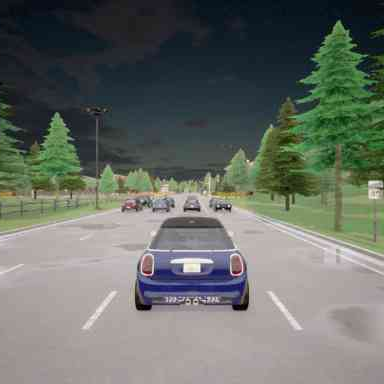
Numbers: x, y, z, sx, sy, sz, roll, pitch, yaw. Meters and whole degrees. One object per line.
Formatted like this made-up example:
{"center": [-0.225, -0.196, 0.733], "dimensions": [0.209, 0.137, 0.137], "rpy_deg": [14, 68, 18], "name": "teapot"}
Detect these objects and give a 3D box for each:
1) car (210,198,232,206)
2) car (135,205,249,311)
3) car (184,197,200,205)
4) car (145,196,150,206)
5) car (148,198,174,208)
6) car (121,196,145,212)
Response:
{"center": [3.500, 1.601, 39.032], "dimensions": [1.895, 1.301, 4.718], "rpy_deg": [0, 0, 0], "name": "car"}
{"center": [0.000, 1.352, 7.942], "dimensions": [2.097, 1.767, 4.553], "rpy_deg": [0, 0, 0], "name": "car"}
{"center": [0.000, 1.564, 38.969], "dimensions": [1.994, 1.385, 4.181], "rpy_deg": [0, 0, 0], "name": "car"}
{"center": [-7.000, 1.352, 48.976], "dimensions": [2.097, 1.767, 4.553], "rpy_deg": [0, 0, 0], "name": "car"}
{"center": [-3.500, 1.547, 38.586], "dimensions": [2.033, 1.411, 5.357], "rpy_deg": [0, 0, 0], "name": "car"}
{"center": [-7.000, 1.526, 39.002], "dimensions": [1.812, 1.442, 4.674], "rpy_deg": [0, 0, 0], "name": "car"}
